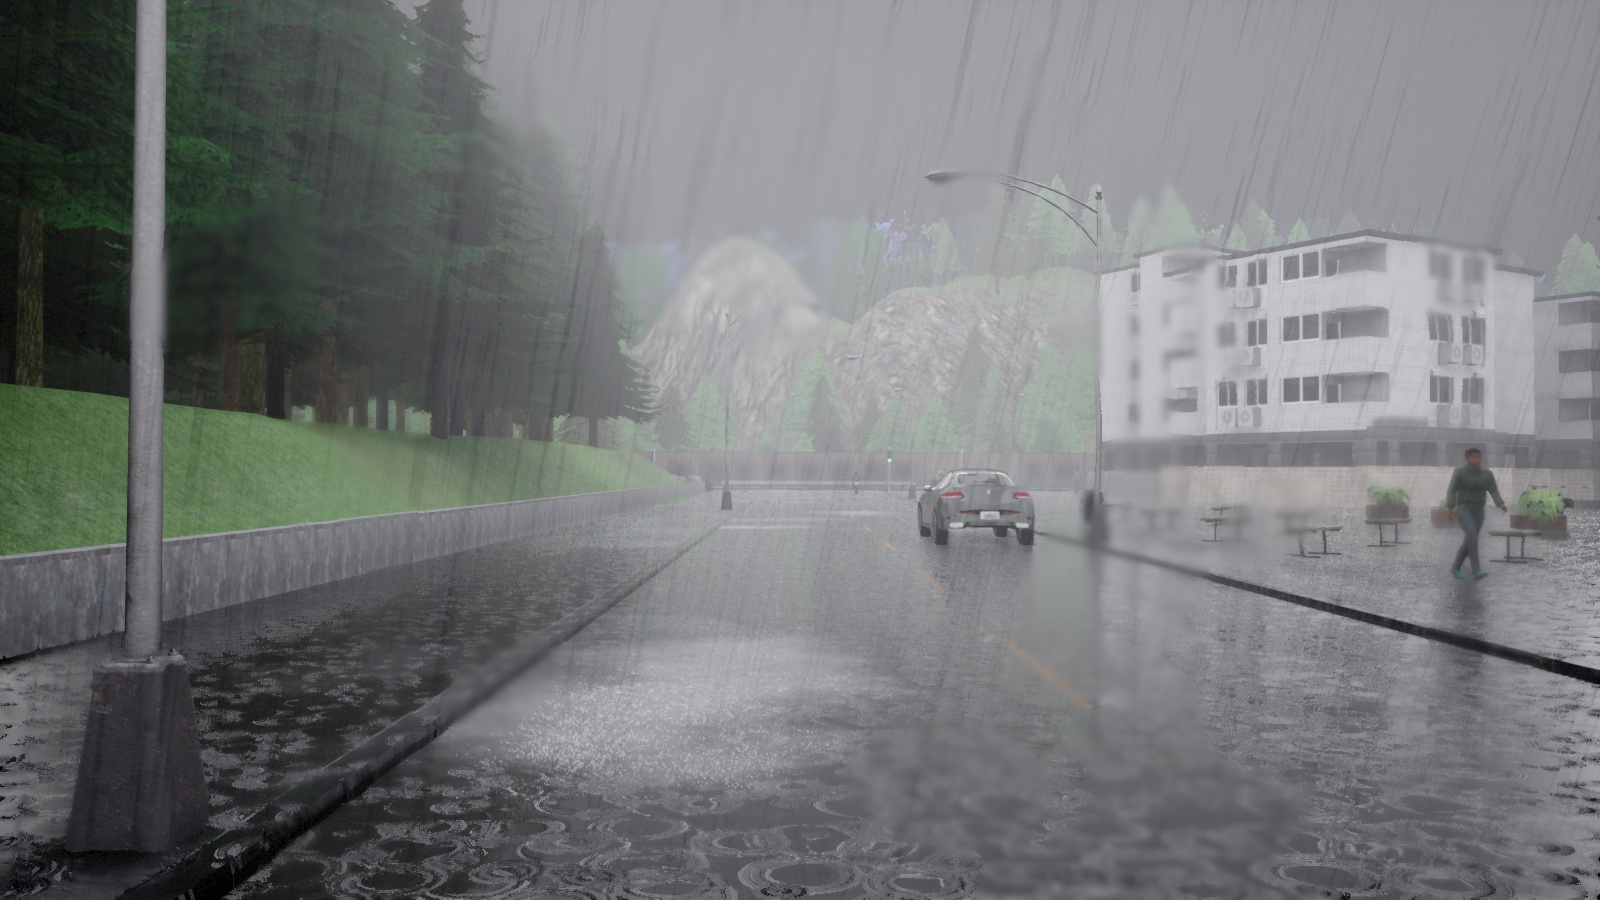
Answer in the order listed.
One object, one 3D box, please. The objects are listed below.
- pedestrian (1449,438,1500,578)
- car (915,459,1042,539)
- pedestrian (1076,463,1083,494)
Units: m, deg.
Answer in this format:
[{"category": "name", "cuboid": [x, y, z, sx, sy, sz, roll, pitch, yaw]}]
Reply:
[{"category": "pedestrian", "cuboid": [9.052, 0.771, 16.862, 0.353, 1.847, 0.614, 0, -1, 3]}, {"category": "car", "cuboid": [3.935, 1.057, 28.595, 2.152, 1.651, 5.027, 0, -1, 0]}, {"category": "pedestrian", "cuboid": [16.855, 1.728, 75.852, 0.354, 1.836, 0.706, 0, -1, 9]}]
